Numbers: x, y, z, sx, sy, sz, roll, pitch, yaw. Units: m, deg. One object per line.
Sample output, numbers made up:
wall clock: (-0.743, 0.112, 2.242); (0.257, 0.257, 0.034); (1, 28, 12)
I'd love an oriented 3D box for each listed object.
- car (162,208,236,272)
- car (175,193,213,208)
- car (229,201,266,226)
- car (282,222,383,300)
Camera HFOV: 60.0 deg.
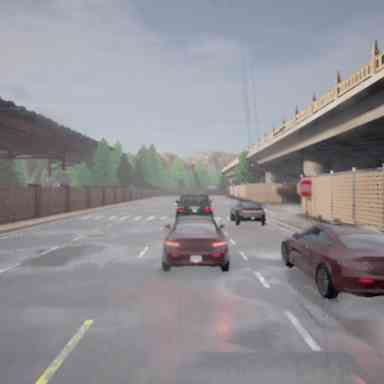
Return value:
car: (0.100, 1.452, 10.442); (1.812, 1.442, 4.674); (0, 0, 0)
car: (0.118, 1.076, 20.702); (2.150, 2.045, 5.566); (0, 0, -1)
car: (3.612, 1.336, 22.122); (2.128, 1.511, 4.902); (0, 0, 0)
car: (3.595, 1.468, 8.135); (1.812, 1.442, 4.674); (0, 0, 0)
